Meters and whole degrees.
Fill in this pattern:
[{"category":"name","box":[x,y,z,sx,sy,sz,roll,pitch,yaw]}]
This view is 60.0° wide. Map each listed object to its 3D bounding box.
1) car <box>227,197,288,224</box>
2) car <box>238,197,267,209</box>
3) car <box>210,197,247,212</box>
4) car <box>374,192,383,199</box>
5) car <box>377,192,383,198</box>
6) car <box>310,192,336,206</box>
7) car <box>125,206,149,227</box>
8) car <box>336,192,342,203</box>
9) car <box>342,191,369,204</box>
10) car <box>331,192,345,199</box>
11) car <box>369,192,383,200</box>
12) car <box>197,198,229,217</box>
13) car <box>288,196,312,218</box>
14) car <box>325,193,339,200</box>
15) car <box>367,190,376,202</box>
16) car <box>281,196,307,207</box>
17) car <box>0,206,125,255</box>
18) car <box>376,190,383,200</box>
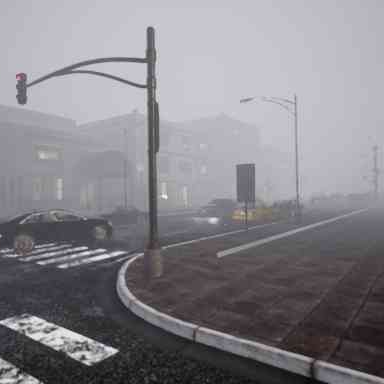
[{"category":"car","box":[4.421,1.239,21.823,1.752,1.417,4.829,-1,0,36]},{"category":"car","box":[7.317,1.288,40.039,1.802,1.307,4.206,-1,0,36]},{"category":"car","box":[3.960,1.285,35.427,1.752,1.417,4.829,-1,0,36]},{"category":"car","box":[40.137,0.718,70.893,1.947,1.339,4.313,-1,0,36]},{"category":"car","box":[43.218,0.649,75.114,1.887,1.381,4.507,-1,0,36]},{"category":"car","box":[16.806,1.093,43.327,1.994,1.385,4.181,-1,0,36]},{"category":"car","box":[-4.526,1.485,19.411,1.895,1.301,4.718,-1,0,37]},{"category":"car","box":[21.998,0.952,50.556,1.837,1.490,4.892,-1,0,36]},{"category":"car","box":[22.899,0.895,46.460,1.882,1.535,5.008,-1,0,36]},{"category":"car","box":[33.363,0.738,75.825,1.967,1.590,4.097,-1,0,36]},{"category":"car","box":[36.881,0.768,66.419,1.947,1.339,4.313,-1,0,36]},{"category":"car","box":[2.315,1.300,28.760,1.812,1.442,4.674,-1,0,36]},{"category":"car","box":[7.577,1.214,26.159,2.008,1.369,4.403,-1,0,36]},{"category":"car","box":[30.108,0.930,71.353,1.802,1.307,4.206,-1,0,36]},{"category":"car","box":[27.023,0.857,52.117,1.837,1.490,4.892,-1,0,36]},{"category":"car","box":[13.581,1.195,44.168,1.895,1.301,4.718,-1,0,37]},{"category":"car","box":[-5.457,1.400,13.099,2.128,1.511,4.902,0,2,44]},{"category":"car","box":[33.622,0.567,61.946,2.192,1.841,5.009,-1,0,36]}]
